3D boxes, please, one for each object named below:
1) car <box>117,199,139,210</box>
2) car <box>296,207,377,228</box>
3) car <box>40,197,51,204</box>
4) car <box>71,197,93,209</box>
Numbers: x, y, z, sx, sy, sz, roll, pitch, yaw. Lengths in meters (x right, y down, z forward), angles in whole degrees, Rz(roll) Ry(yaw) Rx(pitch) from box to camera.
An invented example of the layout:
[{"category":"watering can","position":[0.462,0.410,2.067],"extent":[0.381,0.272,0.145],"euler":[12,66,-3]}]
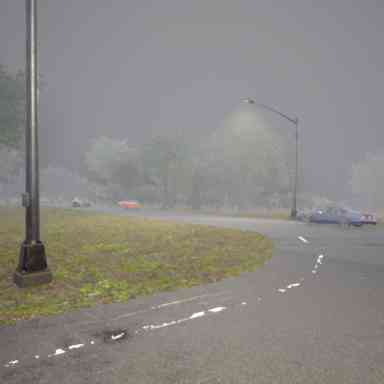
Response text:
[{"category":"car","position":[-10.286,1.909,53.265],"extent":[2.097,1.767,4.553],"euler":[4,-3,-35]},{"category":"car","position":[10.215,1.761,23.866],"extent":[2.033,1.411,5.357],"euler":[4,-3,-35]},{"category":"car","position":[-38.470,2.286,87.505],"extent":[2.097,1.767,4.553],"euler":[4,-3,-33]},{"category":"car","position":[-16.553,1.544,50.065],"extent":[2.097,1.767,4.553],"euler":[4,-3,-34]}]
